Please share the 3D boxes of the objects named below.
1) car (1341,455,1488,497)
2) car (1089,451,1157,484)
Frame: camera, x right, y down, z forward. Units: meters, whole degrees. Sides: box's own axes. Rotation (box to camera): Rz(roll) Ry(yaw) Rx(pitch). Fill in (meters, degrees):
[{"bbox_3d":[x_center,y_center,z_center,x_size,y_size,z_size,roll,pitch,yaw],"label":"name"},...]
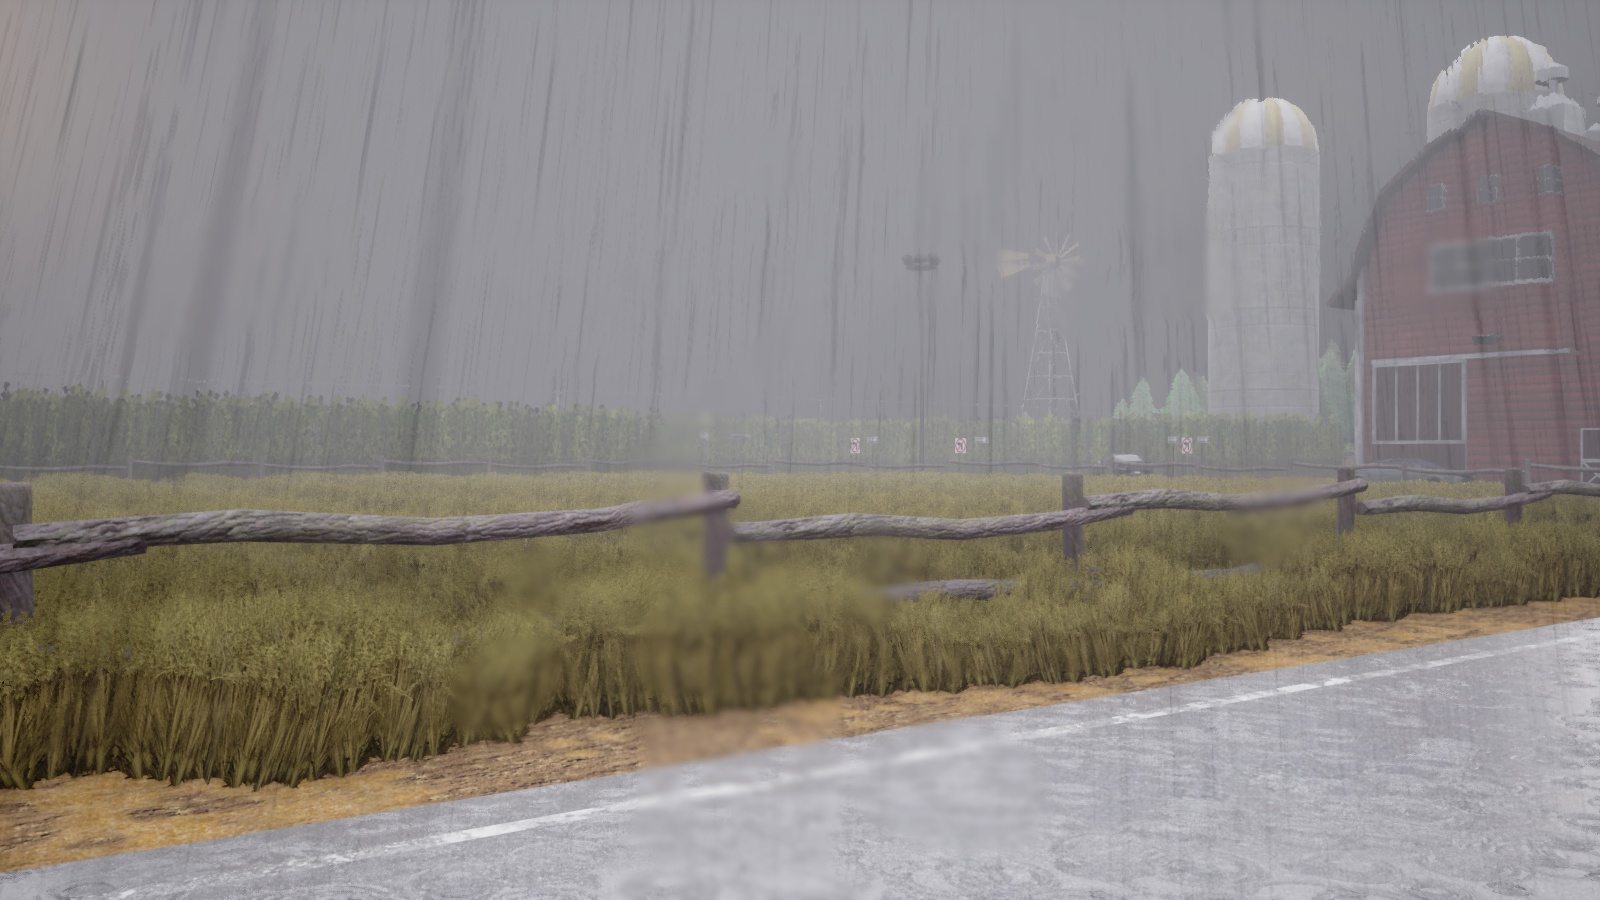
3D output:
[{"bbox_3d":[21.530,0.871,44.133,1.994,1.385,4.181,0,0,-38],"label":"car"},{"bbox_3d":[15.723,0.839,61.376,1.882,1.535,5.008,0,0,-1],"label":"car"}]
